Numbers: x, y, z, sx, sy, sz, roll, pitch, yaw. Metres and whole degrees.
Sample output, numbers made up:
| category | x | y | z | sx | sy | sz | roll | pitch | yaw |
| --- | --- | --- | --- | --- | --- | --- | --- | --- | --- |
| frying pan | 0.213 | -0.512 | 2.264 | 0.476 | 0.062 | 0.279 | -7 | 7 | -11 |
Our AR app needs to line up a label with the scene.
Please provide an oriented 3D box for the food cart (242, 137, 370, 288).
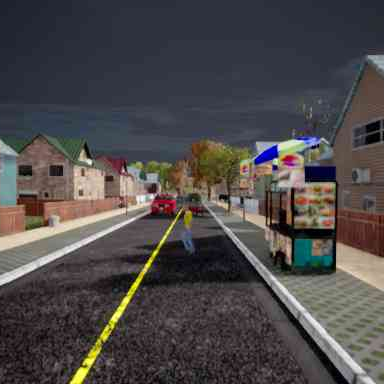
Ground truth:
| category | x | y | z | sx | sy | sz | roll | pitch | yaw |
| --- | --- | --- | --- | --- | --- | --- | --- | --- | --- |
| food cart | 3.054 | 0.457 | 10.193 | 2.280 | 3.560 | 4.660 | 1 | 1 | 0 |

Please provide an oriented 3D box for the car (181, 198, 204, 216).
| category | x | y | z | sx | sy | sz | roll | pitch | yaw |
| --- | --- | --- | --- | --- | --- | --- | --- | --- | --- |
| car | 0.167 | 1.571 | 32.307 | 1.895 | 1.301 | 4.718 | 0 | 0 | 0 |

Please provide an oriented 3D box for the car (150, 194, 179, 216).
| category | x | y | z | sx | sy | sz | roll | pitch | yaw |
| --- | --- | --- | --- | --- | --- | --- | --- | --- | --- |
| car | -2.767 | 1.190 | 33.009 | 2.150 | 2.045 | 5.566 | 0 | 0 | 0 |

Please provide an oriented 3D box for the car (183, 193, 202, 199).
| category | x | y | z | sx | sy | sz | roll | pitch | yaw |
| --- | --- | --- | --- | --- | --- | --- | --- | --- | --- |
| car | 0.198 | 1.176 | 45.729 | 2.150 | 2.045 | 5.566 | 0 | 0 | 0 |

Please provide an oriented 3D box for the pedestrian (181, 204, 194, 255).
| category | x | y | z | sx | sy | sz | roll | pitch | yaw |
| --- | --- | --- | --- | --- | --- | --- | --- | --- | --- |
| pedestrian | -0.130 | 1.285 | 11.694 | 0.375 | 1.860 | 0.375 | -1 | 1 | -3 |

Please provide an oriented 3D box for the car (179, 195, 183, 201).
| category | x | y | z | sx | sy | sz | roll | pitch | yaw |
| --- | --- | --- | --- | --- | --- | --- | --- | --- | --- |
| car | -2.570 | 1.428 | 74.279 | 2.128 | 1.511 | 4.902 | 0 | 0 | 0 |
